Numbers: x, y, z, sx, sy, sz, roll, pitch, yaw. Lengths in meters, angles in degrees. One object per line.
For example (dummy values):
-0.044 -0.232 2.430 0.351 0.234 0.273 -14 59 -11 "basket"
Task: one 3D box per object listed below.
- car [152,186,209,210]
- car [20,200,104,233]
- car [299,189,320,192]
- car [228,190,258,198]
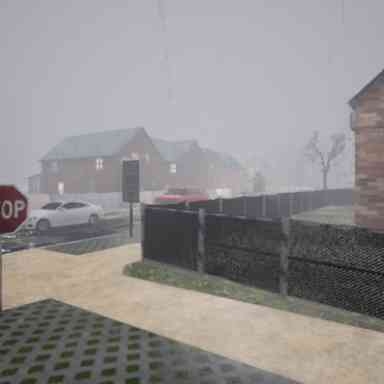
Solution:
-0.756 0.577 26.033 2.150 2.045 5.566 0 2 34 "car"
-6.694 1.138 17.184 1.812 1.442 4.674 0 2 36 "car"
15.535 0.320 45.267 1.812 1.442 4.674 0 2 33 "car"
5.458 0.582 35.376 2.128 1.511 4.902 0 2 34 "car"
